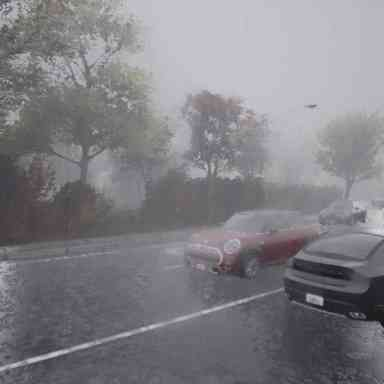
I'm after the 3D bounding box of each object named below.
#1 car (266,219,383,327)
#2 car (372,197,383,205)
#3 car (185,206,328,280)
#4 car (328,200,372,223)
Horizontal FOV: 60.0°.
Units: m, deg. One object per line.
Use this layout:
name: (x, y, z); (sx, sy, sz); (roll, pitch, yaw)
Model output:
car: (3.893, 1.518, 7.006); (4.892, 1.490, 1.837); (0, 0, -39)
car: (32.475, 1.570, 57.970); (1.812, 1.442, 4.674); (0, 0, 23)
car: (1.947, 1.376, 10.214); (4.553, 1.767, 2.097); (0, 0, -40)
car: (10.641, 1.386, 23.287); (2.097, 1.767, 4.553); (0, 0, 42)
